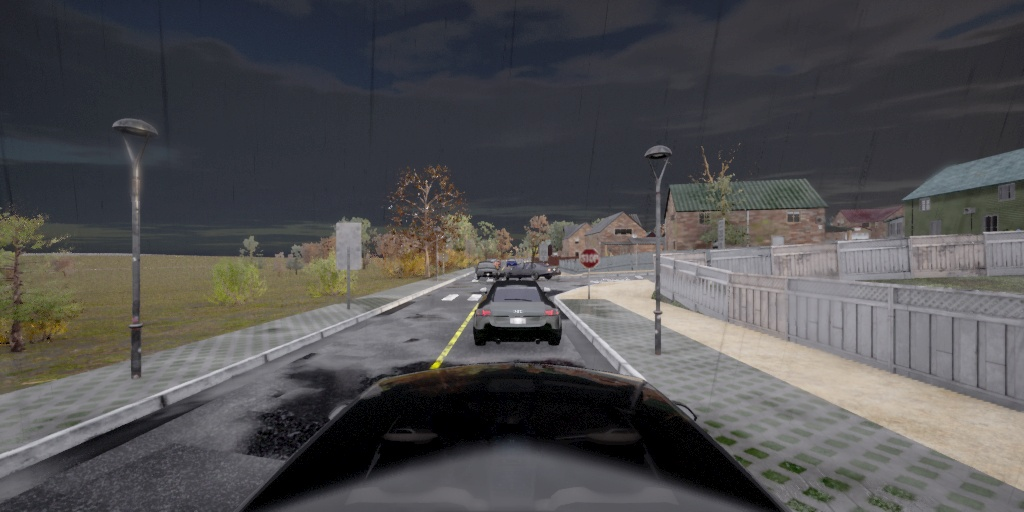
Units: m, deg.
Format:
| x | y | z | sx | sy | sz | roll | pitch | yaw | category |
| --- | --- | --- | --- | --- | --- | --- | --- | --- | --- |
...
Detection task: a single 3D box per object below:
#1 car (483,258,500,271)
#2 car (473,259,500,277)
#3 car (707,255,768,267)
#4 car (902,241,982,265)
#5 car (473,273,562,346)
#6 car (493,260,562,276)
| x | y | z | sx | sy | sz | roll | pitch | yaw | category |
| --- | --- | --- | --- | --- | --- | --- | --- | --- | --- |
| -2.885 | 1.121 | 51.181 | 2.097 | 1.767 | 4.553 | 0 | 0 | 1 | car |
| -2.273 | 1.258 | 31.363 | 1.837 | 1.490 | 4.892 | 0 | 0 | -8 | car |
| 14.371 | 0.413 | 22.841 | 4.181 | 1.385 | 1.994 | -3 | 0 | 16 | car |
| 23.874 | -0.208 | 20.426 | 4.902 | 1.511 | 2.128 | -3 | 0 | 14 | car |
| 0.096 | 1.313 | 9.439 | 1.994 | 1.385 | 4.181 | 0 | 0 | -1 | car |
| 1.316 | 1.198 | 28.455 | 5.357 | 1.411 | 2.033 | -4 | -3 | 43 | car |
